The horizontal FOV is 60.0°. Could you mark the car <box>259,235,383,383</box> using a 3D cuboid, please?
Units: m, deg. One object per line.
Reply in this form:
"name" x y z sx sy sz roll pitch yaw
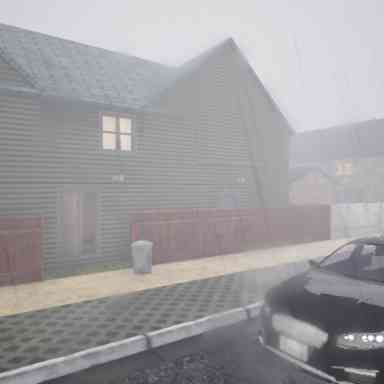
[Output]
"car" 3.140 1.494 5.168 4.902 1.511 2.128 0 0 -35
